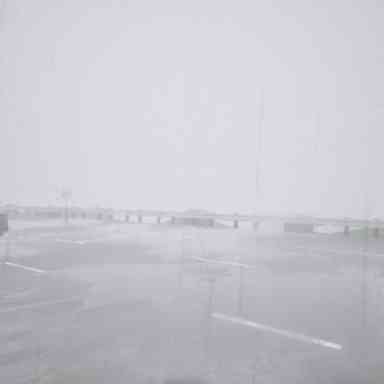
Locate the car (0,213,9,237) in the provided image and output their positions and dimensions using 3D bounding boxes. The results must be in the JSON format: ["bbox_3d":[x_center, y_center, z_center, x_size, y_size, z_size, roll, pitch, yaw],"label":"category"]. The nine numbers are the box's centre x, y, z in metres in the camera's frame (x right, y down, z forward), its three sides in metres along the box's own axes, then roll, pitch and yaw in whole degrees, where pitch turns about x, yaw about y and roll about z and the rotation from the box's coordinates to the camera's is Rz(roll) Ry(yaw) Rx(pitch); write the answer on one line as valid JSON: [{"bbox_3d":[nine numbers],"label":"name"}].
[{"bbox_3d":[-10.605,1.331,15.451,5.008,1.535,1.882,0,1,31],"label":"car"}]
